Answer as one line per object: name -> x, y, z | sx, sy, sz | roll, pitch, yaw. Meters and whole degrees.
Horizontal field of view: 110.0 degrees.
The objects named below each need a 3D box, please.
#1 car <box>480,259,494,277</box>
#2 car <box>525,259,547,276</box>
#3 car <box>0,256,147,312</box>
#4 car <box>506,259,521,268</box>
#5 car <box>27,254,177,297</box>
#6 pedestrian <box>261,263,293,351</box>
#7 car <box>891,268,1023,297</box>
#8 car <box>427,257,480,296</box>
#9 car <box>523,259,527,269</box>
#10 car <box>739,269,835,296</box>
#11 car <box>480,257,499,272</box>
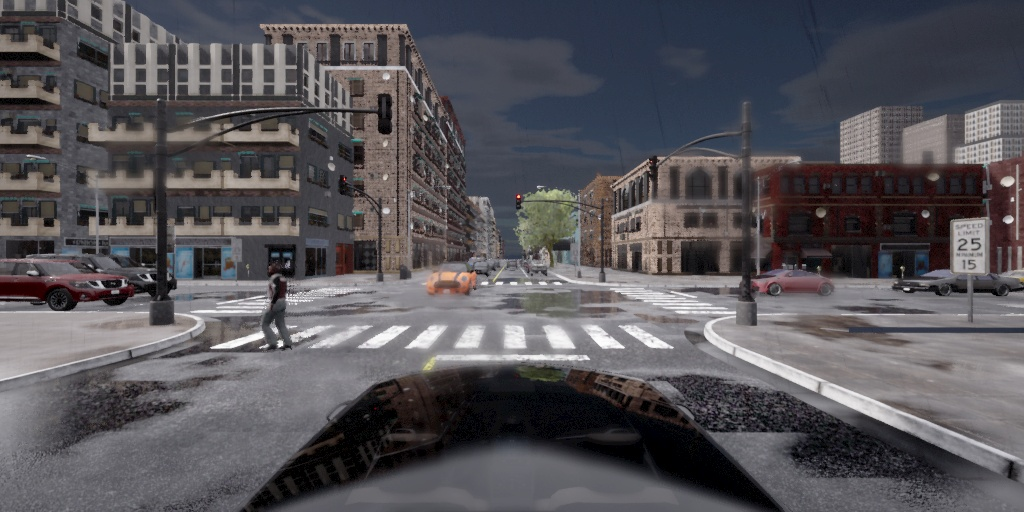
car -> -3.096, 1.282, 35.182 | 1.837, 1.490, 4.892 | 0, 0, 0
car -> 2.693, 1.330, 37.038 | 2.007, 1.370, 4.403 | 0, 0, 0
car -> -17.276, 1.013, 13.321 | 5.009, 1.841, 2.192 | 0, 0, 0
car -> 0.005, 1.319, 63.395 | 2.128, 1.511, 4.902 | 0, 0, 0
car -> -18.309, 0.917, 15.901 | 5.566, 2.045, 2.150 | 0, 0, 0
pedestrian -> -4.926, 1.044, 7.498 | 0.375, 1.860, 0.375 | 0, 0, 0
car -> 24.021, 1.412, 19.401 | 5.357, 1.411, 2.033 | 0, 0, 0
car -> -3.100, 1.108, 19.281 | 2.097, 1.767, 4.553 | 0, 0, 0
car -> 2.694, 1.228, 42.735 | 1.967, 1.591, 4.097 | 0, 0, 0
car -> 14.720, 1.387, 19.335 | 4.181, 1.385, 1.994 | 0, 0, 0
car -> -3.091, 1.300, 48.237 | 1.837, 1.490, 4.892 | 0, 1, 0
